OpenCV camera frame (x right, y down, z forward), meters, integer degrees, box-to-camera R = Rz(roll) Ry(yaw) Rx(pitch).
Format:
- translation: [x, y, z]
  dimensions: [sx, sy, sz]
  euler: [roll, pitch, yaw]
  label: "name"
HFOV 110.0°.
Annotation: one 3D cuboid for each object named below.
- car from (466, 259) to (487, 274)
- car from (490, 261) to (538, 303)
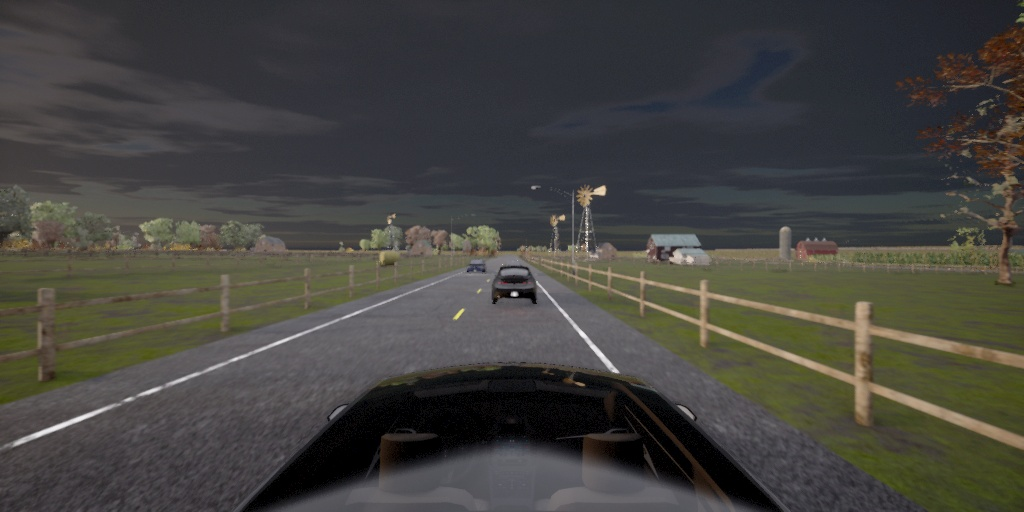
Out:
- translation: [-3.590, 1.048, 37.556]
  dimensions: [2.033, 1.411, 5.357]
  euler: [0, 0, 0]
  label: "car"
- translation: [0.096, 1.157, 15.892]
  dimensions: [1.837, 1.490, 4.892]
  euler: [0, 1, 0]
  label: "car"
